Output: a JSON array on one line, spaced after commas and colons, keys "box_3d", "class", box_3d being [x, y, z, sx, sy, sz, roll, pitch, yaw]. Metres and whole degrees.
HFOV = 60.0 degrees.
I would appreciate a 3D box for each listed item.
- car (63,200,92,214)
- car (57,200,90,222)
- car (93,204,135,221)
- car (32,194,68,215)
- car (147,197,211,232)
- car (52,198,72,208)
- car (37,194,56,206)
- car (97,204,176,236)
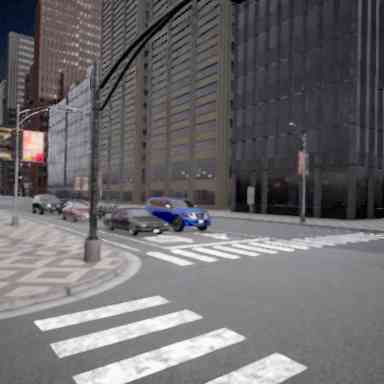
[{"box_3d": [-13.156, 1.702, 38.010, 1.812, 1.442, 4.674, 2, -1, -36], "class": "car"}, {"box_3d": [-9.249, 1.623, 27.285, 1.812, 1.442, 4.674, 2, -1, -37], "class": "car"}, {"box_3d": [-7.047, 1.774, 29.767, 1.895, 1.301, 4.718, 2, -1, -37], "class": "car"}, {"box_3d": [-15.625, 1.322, 35.897, 2.150, 2.045, 5.566, 2, -1, -37], "class": "car"}, {"box_3d": [-1.120, 1.392, 21.789, 2.150, 2.045, 5.566, 2, -1, -37], "class": "car"}, {"box_3d": [-21.549, 1.768, 55.074, 1.837, 1.490, 4.892, 2, -1, -37], "class": "car"}, {"box_3d": [-27.750, 1.493, 63.425, 2.150, 2.045, 5.566, 2, -1, -37], "class": "car"}, {"box_3d": [-3.409, 1.643, 19.423, 2.033, 1.411, 5.357, 2, -1, -36], "class": "car"}]
